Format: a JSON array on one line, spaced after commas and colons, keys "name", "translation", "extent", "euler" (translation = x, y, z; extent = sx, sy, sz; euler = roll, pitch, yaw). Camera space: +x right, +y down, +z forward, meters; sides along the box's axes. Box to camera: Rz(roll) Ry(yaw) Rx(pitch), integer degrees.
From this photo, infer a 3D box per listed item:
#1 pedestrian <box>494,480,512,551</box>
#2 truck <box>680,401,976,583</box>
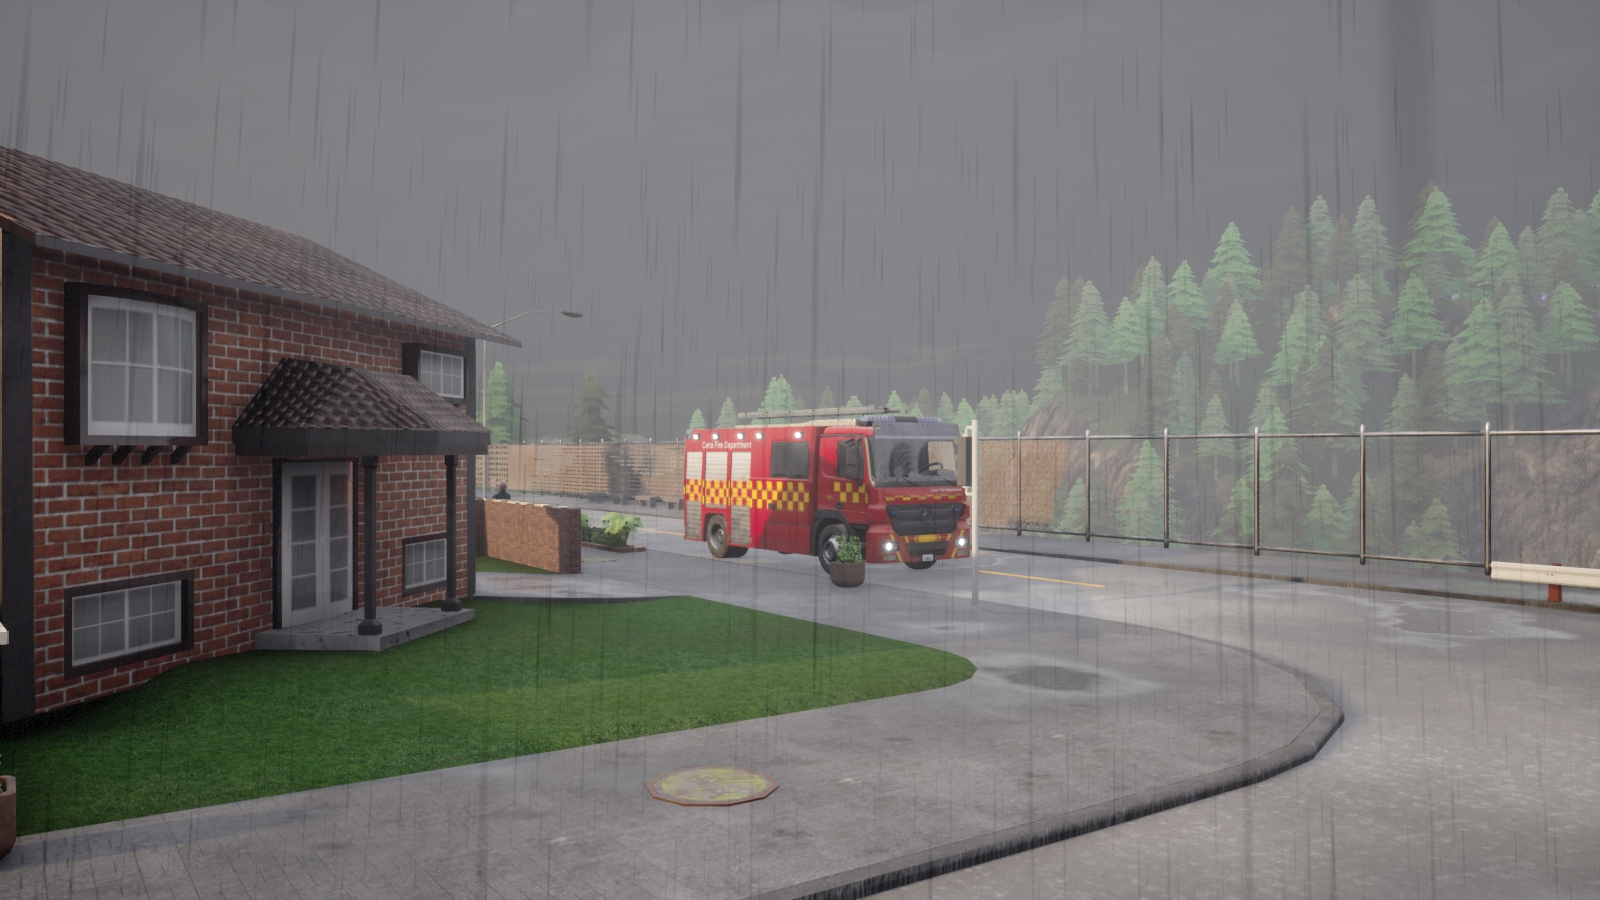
[{"name": "pedestrian", "translation": [-7.967, 1.745, 30.642], "extent": [0.375, 1.860, 0.375], "euler": [0, 0, -35]}, {"name": "truck", "translation": [0.353, 0.890, 28.322], "extent": [2.891, 3.827, 8.468], "euler": [0, 0, -35]}]
